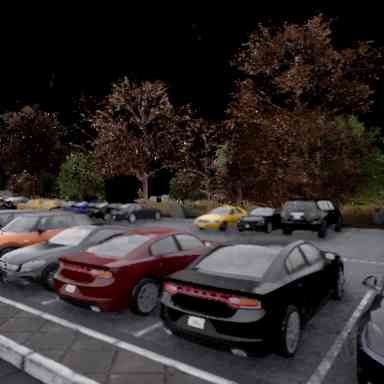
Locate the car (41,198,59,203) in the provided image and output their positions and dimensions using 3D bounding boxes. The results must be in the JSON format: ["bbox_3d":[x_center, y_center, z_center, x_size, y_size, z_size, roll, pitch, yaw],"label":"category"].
[{"bbox_3d":[-11.298,1.543,31.801,2.163,1.488,4.792,1,1,36],"label":"car"}]

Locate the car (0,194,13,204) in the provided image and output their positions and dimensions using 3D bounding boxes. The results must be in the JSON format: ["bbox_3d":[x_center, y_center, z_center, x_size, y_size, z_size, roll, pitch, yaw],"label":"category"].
[{"bbox_3d":[-17.937,1.356,36.685,2.163,1.488,4.792,2,1,36],"label":"car"}]

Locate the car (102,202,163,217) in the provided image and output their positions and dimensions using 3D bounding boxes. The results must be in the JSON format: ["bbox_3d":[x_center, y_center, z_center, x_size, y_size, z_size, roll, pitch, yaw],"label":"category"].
[{"bbox_3d":[-4.403,1.610,26.831,2.231,1.521,4.892,1,0,36],"label":"car"}]

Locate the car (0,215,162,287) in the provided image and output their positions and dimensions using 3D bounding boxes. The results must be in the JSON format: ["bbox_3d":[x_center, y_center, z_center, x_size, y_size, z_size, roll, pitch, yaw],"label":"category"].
[{"bbox_3d":[-3.012,1.658,9.678,2.002,1.452,4.674,-1,0,36],"label":"car"}]

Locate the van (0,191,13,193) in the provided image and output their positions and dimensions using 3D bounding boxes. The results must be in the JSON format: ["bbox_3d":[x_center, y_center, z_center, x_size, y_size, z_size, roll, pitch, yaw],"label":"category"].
[{"bbox_3d":[-24.795,0.842,41.465,1.878,1.987,4.442,2,2,36],"label":"van"}]

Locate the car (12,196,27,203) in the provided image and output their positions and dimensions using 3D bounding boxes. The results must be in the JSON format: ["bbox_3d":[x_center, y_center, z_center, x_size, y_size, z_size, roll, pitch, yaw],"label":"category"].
[{"bbox_3d":[-15.584,1.396,35.173,1.946,1.575,5.366,2,1,36],"label":"car"}]

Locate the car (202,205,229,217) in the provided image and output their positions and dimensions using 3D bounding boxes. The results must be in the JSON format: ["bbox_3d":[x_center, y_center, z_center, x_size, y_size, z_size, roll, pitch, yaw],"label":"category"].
[{"bbox_3d":[2.159,1.622,21.852,1.946,1.575,5.366,0,0,36],"label":"car"}]

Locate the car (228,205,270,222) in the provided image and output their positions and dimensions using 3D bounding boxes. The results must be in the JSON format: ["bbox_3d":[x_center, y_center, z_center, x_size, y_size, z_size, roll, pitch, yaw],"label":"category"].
[{"bbox_3d":[4.529,1.613,20.370,2.097,1.535,5.008,0,0,36],"label":"car"}]

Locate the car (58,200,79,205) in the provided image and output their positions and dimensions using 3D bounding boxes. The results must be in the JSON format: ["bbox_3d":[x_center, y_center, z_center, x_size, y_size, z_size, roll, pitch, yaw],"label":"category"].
[{"bbox_3d":[-9.024,1.553,30.182,2.097,1.535,5.008,1,1,36],"label":"car"}]

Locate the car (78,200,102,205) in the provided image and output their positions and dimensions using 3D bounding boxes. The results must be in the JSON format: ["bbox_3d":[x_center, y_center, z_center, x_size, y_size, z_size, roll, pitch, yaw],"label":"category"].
[{"bbox_3d":[-6.765,1.585,28.544,2.097,1.535,5.008,1,0,36],"label":"car"}]

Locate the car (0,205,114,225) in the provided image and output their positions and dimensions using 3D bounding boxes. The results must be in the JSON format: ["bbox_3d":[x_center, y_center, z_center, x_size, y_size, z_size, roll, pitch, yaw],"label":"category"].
[{"bbox_3d":[-5.253,1.504,11.337,2.185,1.767,4.553,0,0,36],"label":"car"}]

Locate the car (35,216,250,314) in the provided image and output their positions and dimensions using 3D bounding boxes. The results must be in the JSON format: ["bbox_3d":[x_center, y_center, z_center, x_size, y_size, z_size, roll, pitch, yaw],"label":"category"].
[{"bbox_3d":[-0.759,1.597,8.034,2.097,1.535,5.008,-1,0,36],"label":"car"}]

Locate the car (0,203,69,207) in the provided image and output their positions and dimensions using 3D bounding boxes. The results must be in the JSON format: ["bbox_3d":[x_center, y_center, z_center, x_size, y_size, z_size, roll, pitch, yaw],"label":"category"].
[{"bbox_3d":[-7.504,1.508,12.969,2.185,1.767,4.553,0,0,36],"label":"car"}]

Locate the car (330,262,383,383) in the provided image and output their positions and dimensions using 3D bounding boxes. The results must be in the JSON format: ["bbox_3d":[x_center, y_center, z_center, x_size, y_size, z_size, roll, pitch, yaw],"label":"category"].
[{"bbox_3d":[3.742,1.562,4.742,2.163,1.488,4.792,-1,-1,36],"label":"car"}]

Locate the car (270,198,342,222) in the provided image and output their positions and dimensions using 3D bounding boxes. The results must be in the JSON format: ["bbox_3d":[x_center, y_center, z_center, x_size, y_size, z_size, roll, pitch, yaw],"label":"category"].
[{"bbox_3d":[6.799,1.343,18.752,2.435,2.045,5.566,-1,0,36],"label":"car"}]

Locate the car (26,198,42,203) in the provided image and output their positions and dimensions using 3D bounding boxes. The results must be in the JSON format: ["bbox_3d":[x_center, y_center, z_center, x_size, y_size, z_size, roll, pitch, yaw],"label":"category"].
[{"bbox_3d":[-13.322,1.459,33.533,1.946,1.575,5.366,2,1,36],"label":"car"}]

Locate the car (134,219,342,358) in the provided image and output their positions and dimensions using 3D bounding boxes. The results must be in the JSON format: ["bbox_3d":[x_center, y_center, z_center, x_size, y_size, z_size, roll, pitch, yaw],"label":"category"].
[{"bbox_3d":[1.499,1.569,6.397,2.097,1.535,5.008,-1,0,36],"label":"car"}]
